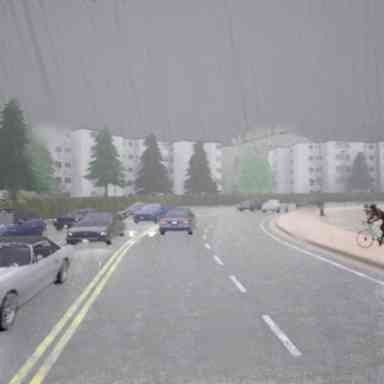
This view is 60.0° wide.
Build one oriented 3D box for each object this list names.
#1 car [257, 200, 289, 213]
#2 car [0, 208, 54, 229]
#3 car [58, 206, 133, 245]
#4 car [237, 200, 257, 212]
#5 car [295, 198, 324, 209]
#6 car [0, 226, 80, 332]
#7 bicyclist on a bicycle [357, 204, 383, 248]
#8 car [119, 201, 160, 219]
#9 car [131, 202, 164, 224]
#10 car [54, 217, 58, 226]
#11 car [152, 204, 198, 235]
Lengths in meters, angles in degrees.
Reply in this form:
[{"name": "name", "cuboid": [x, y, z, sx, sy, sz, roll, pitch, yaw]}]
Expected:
[{"name": "car", "cuboid": [9.431, 1.607, 37.816, 1.812, 1.442, 4.674, -1, 0, 33]}, {"name": "car", "cuboid": [-7.800, 1.523, 13.697, 2.097, 1.767, 4.553, -1, 0, -1]}, {"name": "car", "cuboid": [-4.540, 1.694, 16.682, 2.033, 1.411, 5.357, -1, 0, -1]}, {"name": "car", "cuboid": [7.487, 1.671, 41.073, 2.033, 1.411, 5.357, -1, 0, 35]}, {"name": "car", "cuboid": [16.213, 1.530, 45.758, 4.902, 1.511, 2.128, -1, 0, -39]}, {"name": "car", "cuboid": [-4.053, 1.690, 7.049, 1.895, 1.301, 4.718, -1, 0, -4]}, {"name": "bicyclist on a bicycle", "cuboid": [6.923, 1.280, 12.423, 1.656, 1.620, 0.582, -1, 0, -5]}, {"name": "car", "cuboid": [-5.012, 1.741, 32.641, 1.837, 1.490, 4.892, -1, 0, 20]}, {"name": "car", "cuboid": [-3.070, 1.660, 27.043, 1.882, 1.535, 5.008, -1, 0, 15]}, {"name": "car", "cuboid": [-7.477, 1.816, 22.742, 1.895, 1.301, 4.718, -1, 0, 9]}, {"name": "car", "cuboid": [-0.712, 1.662, 19.825, 2.033, 1.411, 5.357, -1, 0, 5]}]
